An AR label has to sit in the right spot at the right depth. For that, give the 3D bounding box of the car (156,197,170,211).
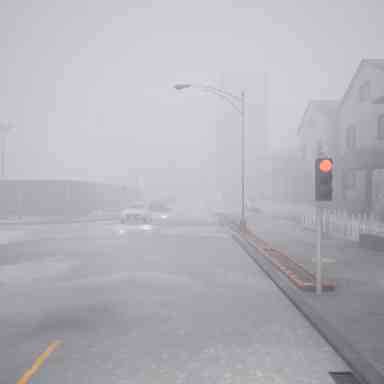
[{"bbox_3d":[-4.097,1.601,40.991,1.895,1.301,4.718,0,0,0],"label":"car"}]

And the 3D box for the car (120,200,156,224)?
[{"bbox_3d":[-4.098,1.525,24.976,1.812,1.442,4.674,0,0,0],"label":"car"}]

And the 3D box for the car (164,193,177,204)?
[{"bbox_3d":[-4.006,1.224,61.980,2.150,2.045,5.566,0,0,0],"label":"car"}]
